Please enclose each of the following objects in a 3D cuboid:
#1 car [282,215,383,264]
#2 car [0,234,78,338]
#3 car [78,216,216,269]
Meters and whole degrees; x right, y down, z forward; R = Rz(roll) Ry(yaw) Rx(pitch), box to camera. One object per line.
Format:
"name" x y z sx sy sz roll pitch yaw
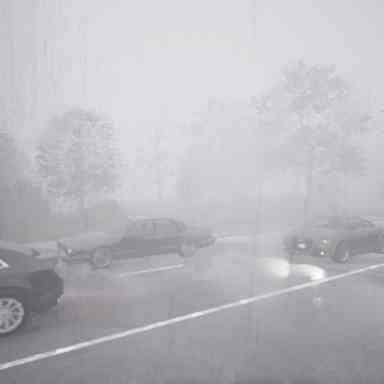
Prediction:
"car" 5.148 1.538 11.840 4.181 1.385 1.994 0 0 -35
"car" -4.526 1.507 5.032 4.892 1.490 1.837 0 0 -35
"car" -1.713 1.535 11.301 5.357 1.411 2.033 0 0 -34
